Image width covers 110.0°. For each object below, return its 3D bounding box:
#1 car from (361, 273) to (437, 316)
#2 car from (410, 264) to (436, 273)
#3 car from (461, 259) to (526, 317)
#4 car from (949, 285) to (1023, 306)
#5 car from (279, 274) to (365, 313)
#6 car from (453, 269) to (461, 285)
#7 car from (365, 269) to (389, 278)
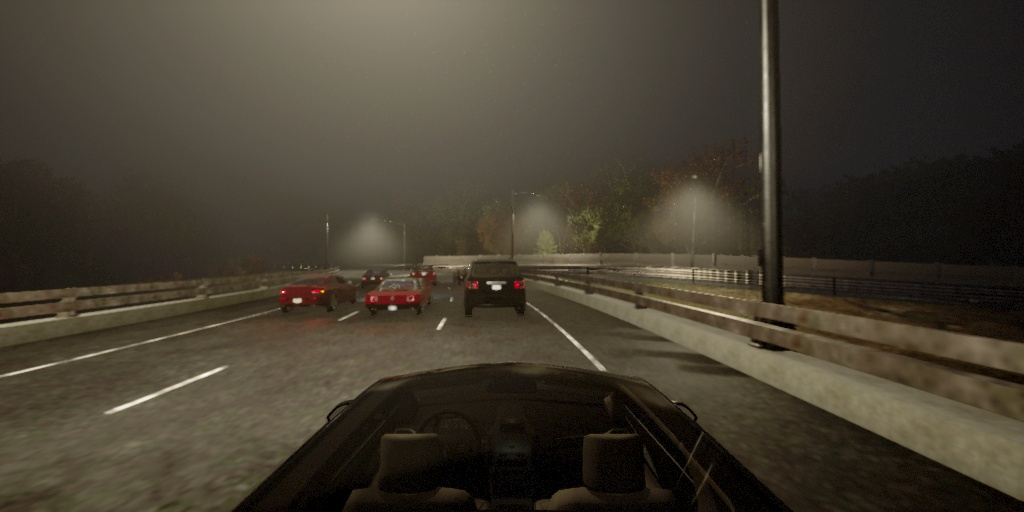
[{"bbox_3d":[-4.346,1.532,14.514,1.895,1.301,4.718,0,-1,-7],"label":"car"},{"bbox_3d":[-7.527,1.500,30.457,2.097,1.767,4.553,0,-1,-15],"label":"car"},{"bbox_3d":[-0.800,1.139,14.324,2.150,2.045,5.566,0,0,-7],"label":"car"},{"bbox_3d":[37.563,3.004,27.723,5.008,1.535,1.882,3,1,28],"label":"car"},{"bbox_3d":[-7.963,1.479,15.148,1.812,1.442,4.674,0,-1,-7],"label":"car"},{"bbox_3d":[-3.973,1.739,30.738,1.895,1.301,4.718,0,-1,-15],"label":"car"},{"bbox_3d":[-10.385,1.670,27.636,2.033,1.411,5.357,0,-1,-14],"label":"car"}]
